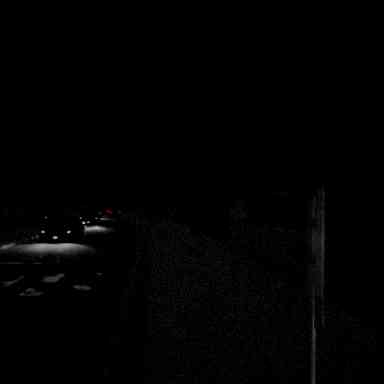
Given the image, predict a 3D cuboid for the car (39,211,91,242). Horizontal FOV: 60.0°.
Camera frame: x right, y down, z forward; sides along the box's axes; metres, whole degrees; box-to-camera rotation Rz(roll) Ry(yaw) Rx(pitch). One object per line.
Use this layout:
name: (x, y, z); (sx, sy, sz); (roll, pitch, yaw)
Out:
car: (-7.797, 2.152, 20.495); (2.033, 1.411, 5.357); (1, -2, -10)

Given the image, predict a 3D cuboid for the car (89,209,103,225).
car: (-10.528, 2.681, 34.394); (1.895, 1.301, 4.718); (1, -2, -13)

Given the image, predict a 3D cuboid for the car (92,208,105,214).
car: (-14.489, 3.146, 50.305); (1.812, 1.442, 4.674); (1, -2, -16)

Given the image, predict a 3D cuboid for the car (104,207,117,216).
car: (-15.251, 3.598, 62.045); (2.033, 1.411, 5.357); (1, -2, -19)

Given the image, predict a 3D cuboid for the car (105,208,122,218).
car: (-12.236, 3.296, 52.507); (1.994, 1.385, 4.181); (1, -2, -17)
